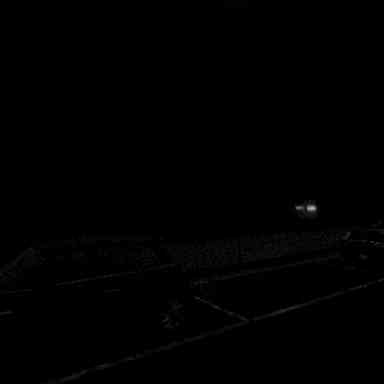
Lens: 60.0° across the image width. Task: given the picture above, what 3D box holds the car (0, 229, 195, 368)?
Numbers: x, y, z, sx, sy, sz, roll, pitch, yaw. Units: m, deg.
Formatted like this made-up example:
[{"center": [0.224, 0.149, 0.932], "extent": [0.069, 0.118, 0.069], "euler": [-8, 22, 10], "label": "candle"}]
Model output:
[{"center": [-2.030, 1.444, 5.087], "extent": [4.097, 1.590, 1.967], "euler": [0, 0, -35], "label": "car"}]

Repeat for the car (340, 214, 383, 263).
[{"center": [6.928, 1.483, 11.476], "extent": [4.097, 1.590, 1.967], "euler": [0, 0, -35], "label": "car"}]
